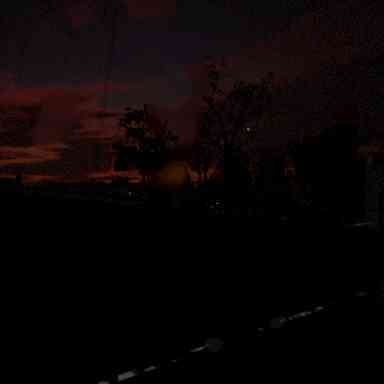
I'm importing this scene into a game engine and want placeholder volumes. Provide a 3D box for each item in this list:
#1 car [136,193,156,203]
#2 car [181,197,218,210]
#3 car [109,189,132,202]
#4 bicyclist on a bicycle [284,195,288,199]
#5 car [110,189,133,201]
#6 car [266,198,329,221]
[{"bbox_3d":[-7.326,0.908,52.864,1.812,1.442,4.674,0,1,-34],"label":"car"},{"bbox_3d":[0.844,1.232,36.063,1.895,1.301,4.718,0,1,-35],"label":"car"},{"bbox_3d":[-11.723,0.566,54.255,2.150,2.045,5.566,0,1,-35],"label":"car"},{"bbox_3d":[9.581,1.143,33.981,1.656,1.620,0.582,0,1,-35],"label":"bicyclist on a bicycle"},{"bbox_3d":[-13.026,0.476,60.937,2.150,2.045,5.566,0,1,-35],"label":"car"},{"bbox_3d":[8.044,1.268,25.729,1.882,1.535,5.008,0,1,-35],"label":"car"}]
